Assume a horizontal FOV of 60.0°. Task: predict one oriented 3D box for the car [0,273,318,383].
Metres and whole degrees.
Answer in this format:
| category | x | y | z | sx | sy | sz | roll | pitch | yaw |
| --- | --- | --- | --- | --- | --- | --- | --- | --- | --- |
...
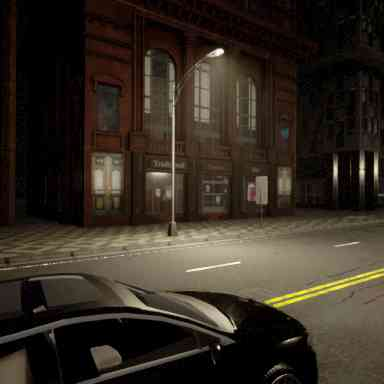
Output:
| category | x | y | z | sx | sy | sz | roll | pitch | yaw |
| --- | --- | --- | --- | --- | --- | --- | --- | --- | --- |
| car | -0.947 | 1.491 | 2.765 | 4.902 | 1.511 | 2.128 | 0 | 0 | -35 |
